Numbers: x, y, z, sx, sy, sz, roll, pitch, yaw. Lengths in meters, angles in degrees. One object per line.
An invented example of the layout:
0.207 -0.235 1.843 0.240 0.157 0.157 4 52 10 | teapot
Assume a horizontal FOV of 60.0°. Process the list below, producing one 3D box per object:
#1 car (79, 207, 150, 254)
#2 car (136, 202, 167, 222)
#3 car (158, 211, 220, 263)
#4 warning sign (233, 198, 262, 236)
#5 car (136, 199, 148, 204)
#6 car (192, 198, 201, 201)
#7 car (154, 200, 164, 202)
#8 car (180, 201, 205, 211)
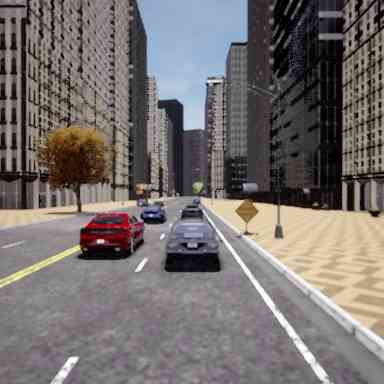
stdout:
-3.212 1.620 14.246 1.882 1.535 5.008 0 0 1 | car
-3.217 1.847 28.387 1.994 1.385 4.181 0 0 1 | car
0.019 1.673 12.518 2.033 1.411 5.357 0 -1 0 | car
2.872 1.289 17.436 1.300 1.860 1.060 1 0 0 | warning sign
-9.736 2.151 65.309 2.128 1.511 4.902 0 -1 0 | car
1.172 2.181 83.427 2.097 1.767 4.553 0 -1 0 | car
-6.486 2.210 65.322 1.994 1.385 4.181 0 -1 0 | car
0.036 1.791 28.488 1.837 1.490 4.892 0 0 1 | car
